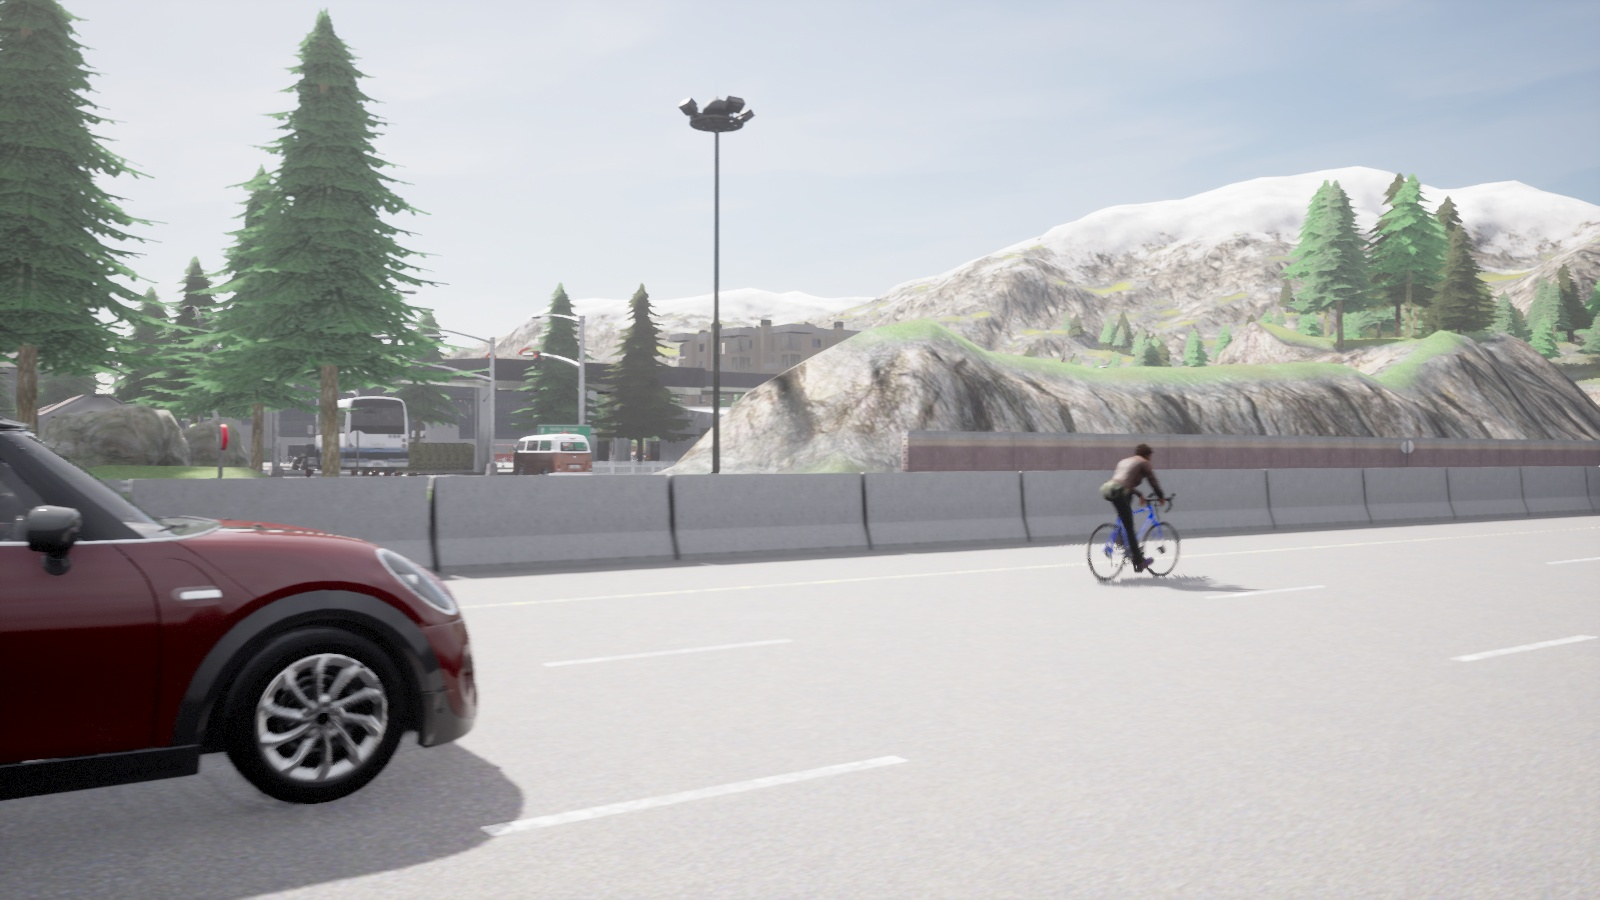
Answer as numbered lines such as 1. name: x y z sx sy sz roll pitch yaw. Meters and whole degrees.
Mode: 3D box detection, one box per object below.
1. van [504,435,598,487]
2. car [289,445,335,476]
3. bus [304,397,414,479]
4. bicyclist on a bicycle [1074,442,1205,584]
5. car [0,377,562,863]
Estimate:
1. van: -10.172 0.422 51.069 2.069 2.038 4.480 0 0 -35
2. car: -31.831 0.676 81.881 1.905 1.878 3.866 2 0 -35
3. bus: -24.963 -0.596 70.616 3.944 4.253 10.273 0 0 -30
4. bicyclist on a bicycle: 4.080 0.726 15.026 1.656 1.620 0.582 1 0 -35
5. car: -3.573 0.624 5.390 4.553 1.767 2.097 0 0 -35
